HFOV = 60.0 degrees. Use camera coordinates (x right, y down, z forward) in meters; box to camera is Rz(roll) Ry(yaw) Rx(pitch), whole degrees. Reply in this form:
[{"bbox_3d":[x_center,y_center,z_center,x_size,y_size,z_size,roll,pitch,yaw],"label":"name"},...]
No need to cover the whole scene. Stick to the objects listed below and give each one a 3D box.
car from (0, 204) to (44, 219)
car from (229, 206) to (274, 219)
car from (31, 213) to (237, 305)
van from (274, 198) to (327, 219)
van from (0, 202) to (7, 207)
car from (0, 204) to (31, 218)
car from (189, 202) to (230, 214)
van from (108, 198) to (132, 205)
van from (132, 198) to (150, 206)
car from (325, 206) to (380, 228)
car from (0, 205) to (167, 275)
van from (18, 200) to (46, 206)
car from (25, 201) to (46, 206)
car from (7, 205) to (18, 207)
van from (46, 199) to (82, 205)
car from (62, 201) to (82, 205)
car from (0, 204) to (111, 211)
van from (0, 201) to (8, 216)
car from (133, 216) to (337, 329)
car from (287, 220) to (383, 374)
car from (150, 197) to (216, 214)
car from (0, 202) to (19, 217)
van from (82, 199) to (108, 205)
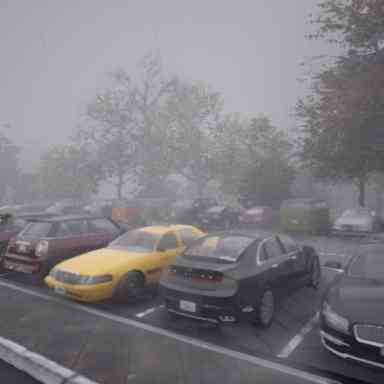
[{"bbox_3d":[-20.223,2.244,38.766,2.097,1.535,5.008,-2,-1,36],"label":"car"},{"bbox_3d":[4.534,1.648,21.045,2.002,1.452,4.674,-1,-1,36],"label":"car"},{"bbox_3d":[-1.028,1.574,8.716,1.946,1.575,5.366,-1,-1,36],"label":"car"},{"bbox_3d":[6.750,1.349,19.605,1.878,1.987,4.442,-1,-1,36],"label":"van"},{"bbox_3d":[-12.276,1.527,16.853,1.878,1.987,4.442,-1,-1,36],"label":"van"},{"bbox_3d":[-22.576,2.327,40.451,2.097,1.535,5.008,-2,-1,36],"label":"car"},{"bbox_3d":[2.279,1.643,22.656,2.097,1.535,5.008,-1,-1,36],"label":"car"},{"bbox_3d":[-4.409,1.523,27.594,1.878,1.987,4.442,-1,-1,36],"label":"van"},{"bbox_3d":[-2.259,1.489,26.055,1.878,1.987,4.442,-1,-1,36],"label":"van"},{"bbox_3d":[8.939,1.579,17.898,2.002,1.452,4.674,-1,-1,36],"label":"car"},{"bbox_3d":[-3.197,1.486,10.458,2.185,1.767,4.553,-1,-1,36],"label":"car"},{"bbox_3d":[-15.654,1.859,35.645,1.878,1.987,4.442,-2,-1,36],"label":"van"},{"bbox_3d":[-13.572,2.002,33.784,1.946,1.575,5.366,-2,-1,36],"label":"car"},{"bbox_3d":[-17.972,2.165,37.154,2.231,1.521,4.892,-2,-1,36],"label":"car"},{"bbox_3d":[-11.288,1.699,32.232,1.878,1.987,4.442,-2,-1,36],"label":"van"},{"bbox_3d":[-8.960,1.845,30.715,2.097,1.535,5.008,-2,-1,36],"label":"car"},{"bbox_3d":[-5.454,1.521,12.074,2.185,1.767,4.553,-1,-1,36],"label":"car"},{"bbox_3d":[-26.912,2.257,43.705,1.878,1.987,4.442,-2,-1,36],"label":"van"},{"bbox_3d":[1.333,1.542,7.246,2.231,1.521,4.892,-1,-1,36],"label":"car"},{"bbox_3d":[3.598,1.507,5.640,2.231,1.521,4.892,-1,-1,36],"label":"car"},{"bbox_3d":[-0.091,1.429,24.324,2.435,2.045,5.566,-1,-1,36],"label":"car"},{"bbox_3d":[-24.745,2.278,41.971,2.185,1.767,4.553,-2,-1,36],"label":"car"},{"bbox_3d":[-6.905,1.560,29.095,1.878,1.987,4.442,-1,-1,36],"label":"van"}]
